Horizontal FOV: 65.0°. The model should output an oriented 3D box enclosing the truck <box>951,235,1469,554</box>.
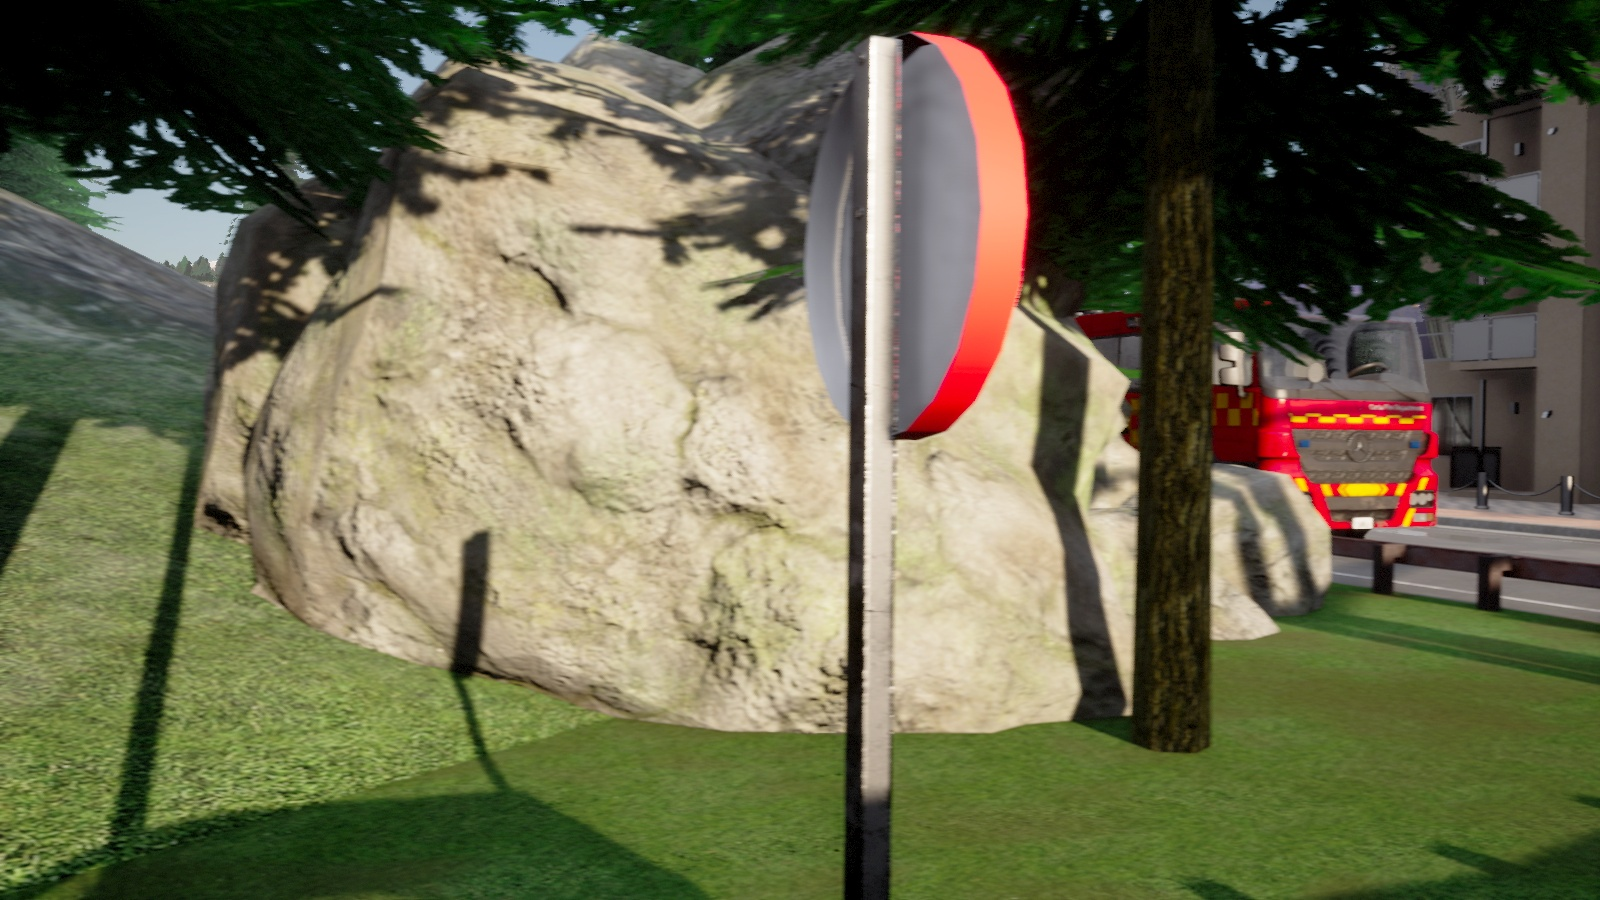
[{"bbox_3d":[5.673,-0.730,19.502,2.891,3.827,8.468,-1,1,-22],"label":"truck"}]
